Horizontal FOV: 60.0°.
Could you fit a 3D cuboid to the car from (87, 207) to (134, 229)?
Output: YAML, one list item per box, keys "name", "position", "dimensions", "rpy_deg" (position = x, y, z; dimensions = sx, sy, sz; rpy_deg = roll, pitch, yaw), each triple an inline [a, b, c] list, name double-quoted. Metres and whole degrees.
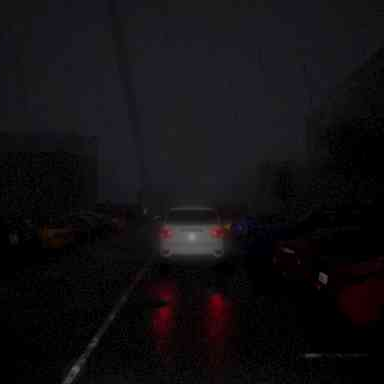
- name: "car"
  position: [-7.498, 2.146, 25.330]
  dimensions: [5.366, 1.575, 1.946]
  rpy_deg: [0, -2, 0]

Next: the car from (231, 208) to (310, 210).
- name: "car"
  position: [4.833, 2.064, 22.688]
  dimensions: [5.366, 1.575, 1.946]
  rpy_deg: [0, -2, 0]

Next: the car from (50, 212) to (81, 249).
- name: "car"
  position: [-7.867, 1.789, 14.171]
  dimensions: [5.366, 1.575, 1.946]
  rpy_deg: [0, -2, 0]

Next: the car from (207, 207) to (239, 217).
- name: "car"
  position: [4.642, 2.998, 50.608]
  dimensions: [4.674, 1.452, 2.002]
  rpy_deg: [0, -2, 0]

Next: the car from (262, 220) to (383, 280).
- name: "car"
  position: [4.648, 1.626, 8.785]
  dimensions: [5.008, 1.535, 2.097]
  rpy_deg: [0, -2, 0]

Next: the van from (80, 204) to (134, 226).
- name: "van"
  position: [-7.800, 2.097, 30.791]
  dimensions: [4.442, 1.987, 1.878]
  rpy_deg: [0, -2, 0]

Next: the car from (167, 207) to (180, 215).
- name: "car"
  position: [-3.068, 3.284, 57.063]
  dimensions: [1.895, 1.301, 4.718]
  rpy_deg: [0, -2, 0]

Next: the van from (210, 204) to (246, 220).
- name: "van"
  position: [4.529, 2.465, 42.240]
  dimensions: [4.442, 1.987, 1.878]
  rpy_deg: [0, -2, 0]

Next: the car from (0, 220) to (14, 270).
- name: "car"
  position: [-7.687, 1.615, 8.466]
  dimensions: [5.008, 1.535, 2.097]
  rpy_deg: [0, -1, 0]

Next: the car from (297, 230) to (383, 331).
- name: "car"
  position: [4.678, 1.586, 5.953]
  dimensions: [4.792, 1.488, 2.163]
  rpy_deg: [0, -1, 0]

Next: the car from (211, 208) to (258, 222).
- name: "car"
  position: [4.640, 2.514, 36.648]
  dimensions: [4.892, 1.521, 2.231]
  rpy_deg: [0, -2, 0]

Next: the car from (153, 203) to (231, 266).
- name: "car"
  position: [0.030, 1.489, 12.703]
  dimensions: [2.150, 2.045, 5.566]
  rpy_deg: [0, -2, 1]

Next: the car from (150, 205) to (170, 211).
- name: "car"
  position: [-7.685, 3.935, 80.012]
  dimensions: [4.674, 1.452, 2.002]
  rpy_deg: [0, -2, 0]

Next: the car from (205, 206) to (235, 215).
- name: "car"
  position: [4.673, 3.166, 56.195]
  dimensions: [4.792, 1.488, 2.163]
  rpy_deg: [0, -2, 0]

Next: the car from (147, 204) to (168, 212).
- name: "car"
  position: [-7.656, 3.578, 74.019]
  dimensions: [4.553, 1.767, 2.185]
  rpy_deg: [0, -2, 0]

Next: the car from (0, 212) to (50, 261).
- name: "car"
  position: [-7.650, 1.573, 11.258]
  dimensions: [4.553, 1.767, 2.185]
  rpy_deg: [0, -2, 0]

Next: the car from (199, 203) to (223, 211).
- name: "car"
  position: [4.614, 3.688, 81.332]
  dimensions: [5.566, 2.045, 2.435]
  rpy_deg: [0, -2, 0]

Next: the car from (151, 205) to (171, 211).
- name: "car"
  position: [-7.717, 4.018, 82.950]
  dimensions: [4.792, 1.488, 2.163]
  rpy_deg: [0, -2, 0]

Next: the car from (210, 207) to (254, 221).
- name: "car"
  position: [4.652, 2.603, 39.441]
  dimensions: [4.892, 1.521, 2.231]
  rpy_deg: [0, -2, 0]

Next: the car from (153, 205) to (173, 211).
- name: "car"
  position: [-7.695, 4.173, 88.699]
  dimensions: [4.892, 1.521, 2.231]
  rpy_deg: [0, -2, 0]

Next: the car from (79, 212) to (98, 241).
- name: "car"
  position: [-7.653, 1.911, 16.960]
  dimensions: [4.792, 1.488, 2.163]
  rpy_deg: [0, -2, 0]

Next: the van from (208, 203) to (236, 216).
- name: "van"
  position: [4.761, 2.822, 53.409]
  dimensions: [4.442, 1.987, 1.878]
  rpy_deg: [0, -2, 0]

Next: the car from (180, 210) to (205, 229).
- name: "car"
  position: [0.045, 2.354, 29.053]
  dimensions: [1.994, 1.385, 4.181]
  rpy_deg: [0, -2, 1]

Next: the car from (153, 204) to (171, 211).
- name: "car"
  position: [-7.720, 3.957, 85.891]
  dimensions: [4.553, 1.767, 2.185]
  rpy_deg: [0, -2, 0]

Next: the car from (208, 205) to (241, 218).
- name: "car"
  position: [4.676, 2.744, 47.823]
  dimensions: [4.553, 1.767, 2.185]
  rpy_deg: [0, -2, 0]

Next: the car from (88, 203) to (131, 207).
- name: "car"
  position: [-7.711, 1.982, 28.002]
  dimensions: [5.566, 2.045, 2.435]
  rpy_deg: [0, -2, 0]

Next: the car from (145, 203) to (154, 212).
- name: "car"
  position: [-7.715, 3.362, 71.212]
  dimensions: [5.566, 2.045, 2.435]
  rpy_deg: [0, -2, 0]

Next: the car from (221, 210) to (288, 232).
- name: "car"
  position: [4.676, 2.185, 25.480]
  dimensions: [4.792, 1.488, 2.163]
  rpy_deg: [0, -2, 0]

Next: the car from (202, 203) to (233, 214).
- name: "car"
  position: [4.672, 3.064, 61.788]
  dimensions: [5.566, 2.045, 2.435]
  rpy_deg: [0, -2, 0]

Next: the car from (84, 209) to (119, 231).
- name: "car"
  position: [-7.680, 2.096, 22.414]
  dimensions: [4.674, 1.452, 2.002]
  rpy_deg: [0, -2, 0]

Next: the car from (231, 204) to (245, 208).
- name: "car"
  position: [4.614, 2.298, 33.862]
  dimensions: [4.553, 1.767, 2.185]
  rpy_deg: [0, -2, 0]

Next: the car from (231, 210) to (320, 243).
- name: "car"
  position: [4.677, 2.007, 19.894]
  dimensions: [4.792, 1.488, 2.163]
  rpy_deg: [0, -2, 0]

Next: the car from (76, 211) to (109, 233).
- name: "car"
  position: [-7.679, 2.010, 19.748]
  dimensions: [4.674, 1.452, 2.002]
  rpy_deg: [0, -2, 0]
